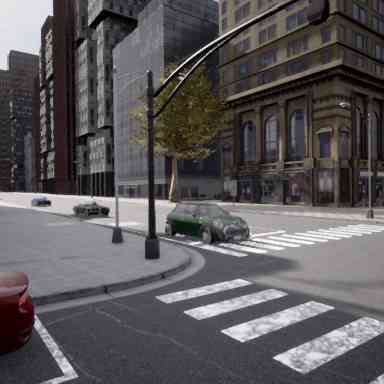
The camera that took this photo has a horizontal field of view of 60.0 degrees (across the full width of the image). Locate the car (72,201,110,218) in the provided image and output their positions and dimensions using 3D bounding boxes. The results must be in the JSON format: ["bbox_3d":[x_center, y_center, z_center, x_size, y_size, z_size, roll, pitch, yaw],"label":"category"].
[{"bbox_3d":[-8.771,1.446,28.825,1.895,1.301,4.718,-1,1,-36],"label":"car"}]

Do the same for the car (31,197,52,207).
[{"bbox_3d":[-20.390,1.287,44.930,1.895,1.301,4.718,-1,1,-35],"label":"car"}]

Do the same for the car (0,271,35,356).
[{"bbox_3d":[-4.209,1.545,3.634,4.507,1.381,1.887,0,-1,-36],"label":"car"}]

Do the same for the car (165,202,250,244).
[{"bbox_3d":[0.627,1.328,15.884,2.097,1.767,4.553,-1,1,-36],"label":"car"}]
